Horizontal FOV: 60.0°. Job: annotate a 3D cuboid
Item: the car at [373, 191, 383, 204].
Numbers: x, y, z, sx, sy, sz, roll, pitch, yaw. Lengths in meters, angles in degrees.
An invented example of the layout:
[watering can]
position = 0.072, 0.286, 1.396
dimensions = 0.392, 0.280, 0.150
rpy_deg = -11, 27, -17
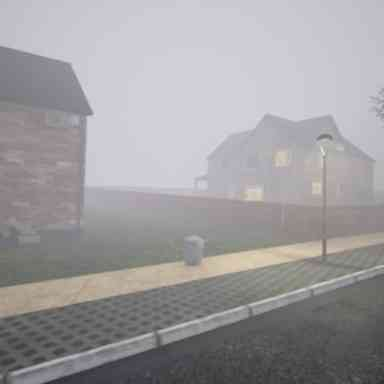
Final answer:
[car]
position = 27.168, 0.843, 47.845
dimensions = 2.150, 2.045, 5.566
rpy_deg = 2, 1, -7
